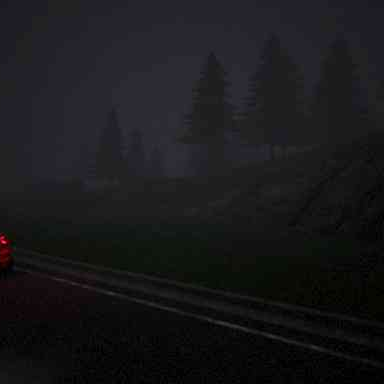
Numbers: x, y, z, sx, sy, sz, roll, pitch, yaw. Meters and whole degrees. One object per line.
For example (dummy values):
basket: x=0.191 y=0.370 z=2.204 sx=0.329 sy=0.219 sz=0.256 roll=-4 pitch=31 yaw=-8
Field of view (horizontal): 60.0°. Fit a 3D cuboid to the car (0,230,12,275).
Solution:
car: x=-6.864 y=1.286 z=9.120 sx=4.553 sy=1.767 sz=2.097 roll=0 pitch=0 yaw=39
